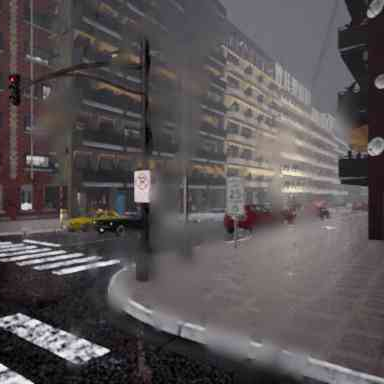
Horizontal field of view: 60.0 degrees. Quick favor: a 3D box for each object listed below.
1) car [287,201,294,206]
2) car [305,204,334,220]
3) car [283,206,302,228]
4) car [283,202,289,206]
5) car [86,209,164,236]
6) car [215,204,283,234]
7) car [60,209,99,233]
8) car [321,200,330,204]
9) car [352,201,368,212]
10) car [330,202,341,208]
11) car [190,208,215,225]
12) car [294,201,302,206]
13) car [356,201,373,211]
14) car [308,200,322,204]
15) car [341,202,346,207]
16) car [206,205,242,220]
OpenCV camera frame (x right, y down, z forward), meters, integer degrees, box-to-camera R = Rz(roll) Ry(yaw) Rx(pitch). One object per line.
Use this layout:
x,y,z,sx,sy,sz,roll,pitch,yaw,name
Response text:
13.181,2.440,49.877,1.752,1.417,4.829,-1,-2,35,car
13.667,2.281,35.998,1.802,1.307,4.206,-1,-2,35,car
7.177,2.040,26.716,1.887,1.381,4.507,-1,-2,35,car
9.446,2.217,39.956,2.128,1.511,4.902,0,-1,35,car
-3.907,1.906,20.883,1.895,1.301,4.718,0,-1,35,car
3.931,1.708,22.080,2.192,1.841,5.009,-1,-2,35,car
-6.287,1.828,22.025,1.752,1.417,4.829,-1,-2,35,car
26.257,2.634,68.589,2.192,1.841,5.009,-1,-2,35,car
29.888,2.518,59.214,2.192,1.841,5.009,-1,-2,35,car
32.748,3.060,77.868,1.887,1.381,4.507,-1,-2,35,car
1.832,2.088,29.093,1.895,1.301,4.718,0,-1,35,car
16.523,2.334,54.663,2.192,1.841,5.009,-1,-2,35,car
33.133,2.618,63.857,2.192,1.841,5.009,-1,-2,35,car
23.014,2.764,63.942,1.887,1.381,4.507,-1,-2,35,car
39.239,3.275,87.153,1.947,1.339,4.313,-1,-2,35,car
3.546,2.158,36.090,1.887,1.381,4.507,-1,-2,35,car
